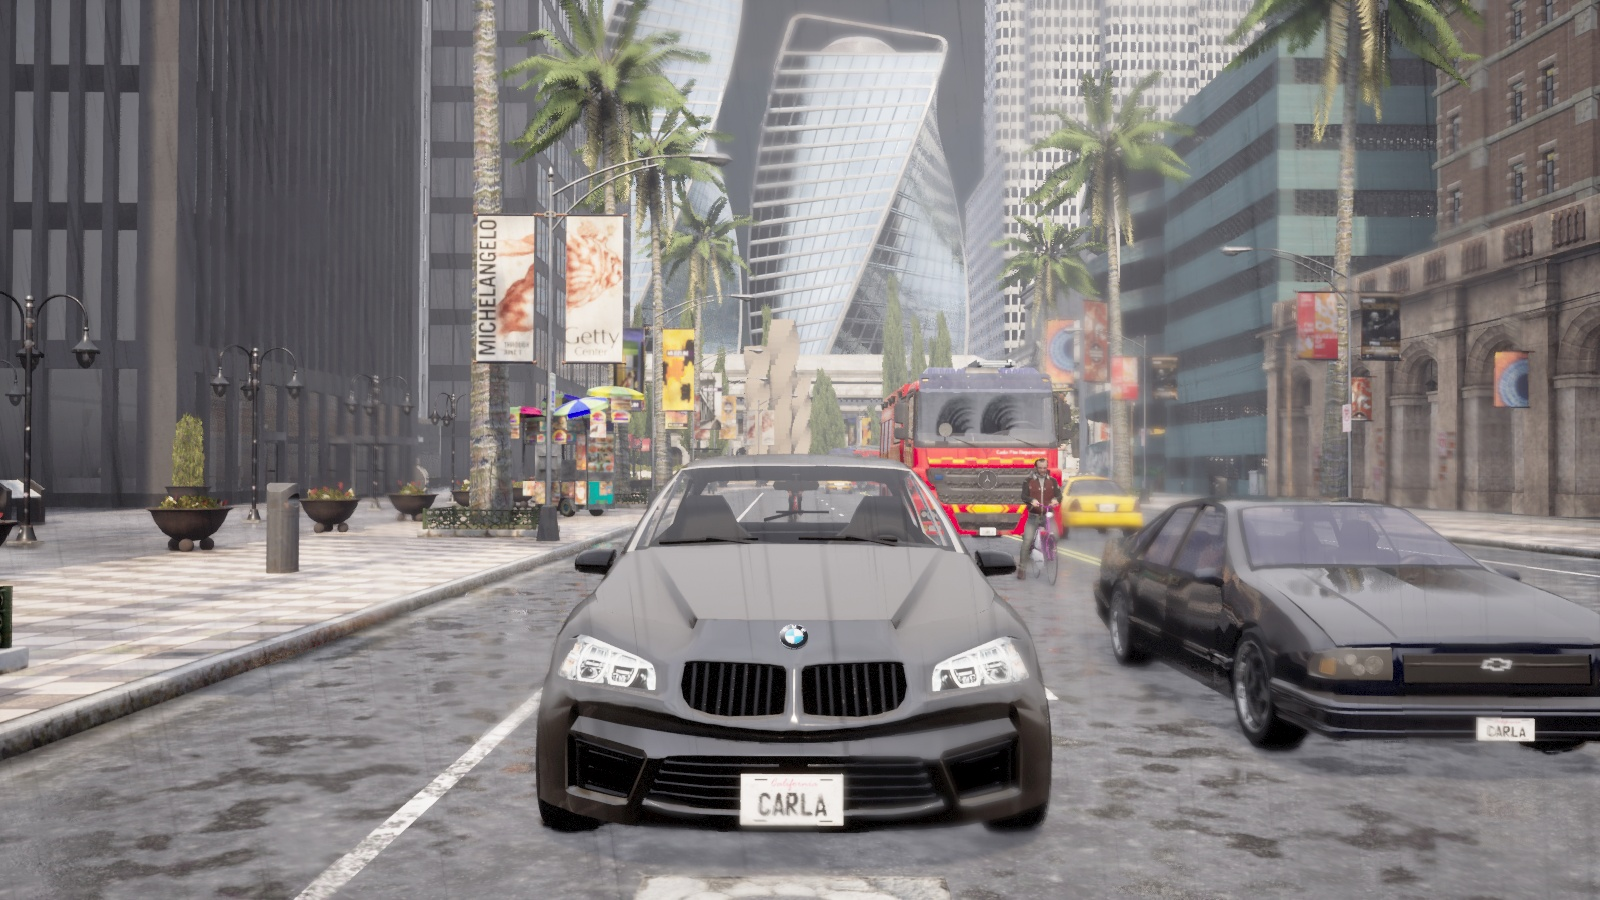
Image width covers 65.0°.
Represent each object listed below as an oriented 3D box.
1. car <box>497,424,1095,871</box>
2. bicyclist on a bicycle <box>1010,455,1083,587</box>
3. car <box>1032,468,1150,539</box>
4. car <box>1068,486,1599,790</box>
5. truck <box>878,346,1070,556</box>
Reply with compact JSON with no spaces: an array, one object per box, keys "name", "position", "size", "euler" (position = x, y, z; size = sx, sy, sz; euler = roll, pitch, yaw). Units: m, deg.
[{"name":"car","position":[-0.018,0.777,7.026],"size":[2.242,1.667,4.611],"euler":[0,-1,0]},{"name":"bicyclist on a bicycle","position":[3.458,0.969,17.742],"size":[0.659,1.776,1.843],"euler":[0,-1,0]},{"name":"car","position":[6.975,1.239,30.651],"size":[1.801,1.575,5.366],"euler":[0,-1,2]},{"name":"car","position":[3.478,0.996,8.825],"size":[2.033,1.411,5.357],"euler":[0,-1,0]},{"name":"truck","position":[3.446,0.092,27.189],"size":[2.891,3.827,8.468],"euler":[0,-1,0]}]
